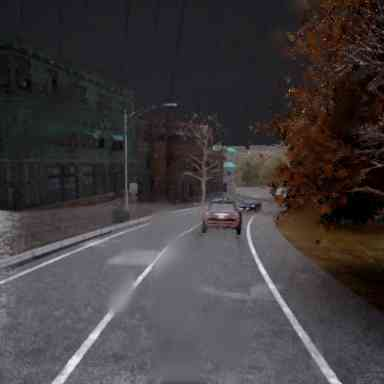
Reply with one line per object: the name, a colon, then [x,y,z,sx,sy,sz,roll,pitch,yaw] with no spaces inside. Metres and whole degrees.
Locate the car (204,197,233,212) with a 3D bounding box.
car: [3.138,1.411,38.708,2.033,1.411,5.357,2,0,19]

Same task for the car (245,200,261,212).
car: [7.004,1.583,39.353,1.895,1.301,4.718,2,0,19]

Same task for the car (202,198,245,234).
car: [1.875,1.302,19.375,2.097,1.767,4.553,1,0,9]
